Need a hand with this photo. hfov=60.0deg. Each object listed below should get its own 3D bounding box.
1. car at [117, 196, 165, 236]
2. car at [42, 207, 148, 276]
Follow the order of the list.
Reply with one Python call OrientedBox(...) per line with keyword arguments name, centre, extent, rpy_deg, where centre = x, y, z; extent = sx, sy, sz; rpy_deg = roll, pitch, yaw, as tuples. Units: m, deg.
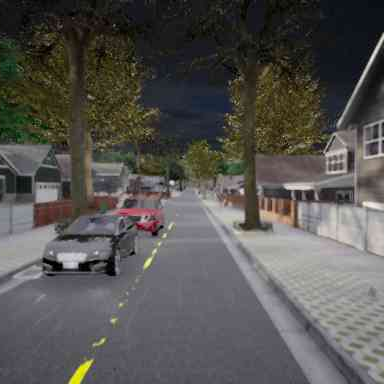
OrientedBox(name="car", centre=(-2.741, 1.236, 18.276), extent=(2.150, 2.045, 5.566), rpy_deg=(0, 0, 0))
OrientedBox(name="car", centre=(-2.835, 1.447, 10.228), extent=(2.128, 1.511, 4.902), rpy_deg=(0, 0, 0))
